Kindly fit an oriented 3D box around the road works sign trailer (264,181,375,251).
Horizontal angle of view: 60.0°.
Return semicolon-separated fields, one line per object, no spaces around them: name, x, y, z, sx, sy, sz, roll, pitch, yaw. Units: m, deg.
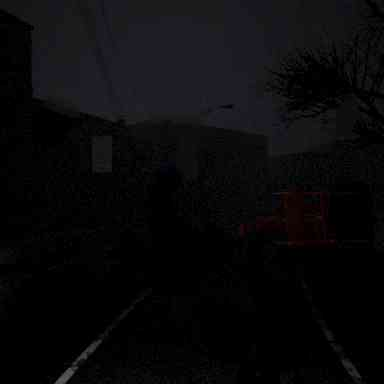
road works sign trailer;4.691;0.942;12.340;2.880;2.380;3.560;-2;-2;-45

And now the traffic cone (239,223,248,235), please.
traffic cone;2.625;1.945;17.667;0.340;0.580;0.340;1;0;23

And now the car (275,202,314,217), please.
car;9.203;1.565;29.725;1.994;1.385;4.181;1;0;44

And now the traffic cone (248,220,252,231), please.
traffic cone;3.406;1.946;19.508;0.340;0.580;0.340;1;0;23
